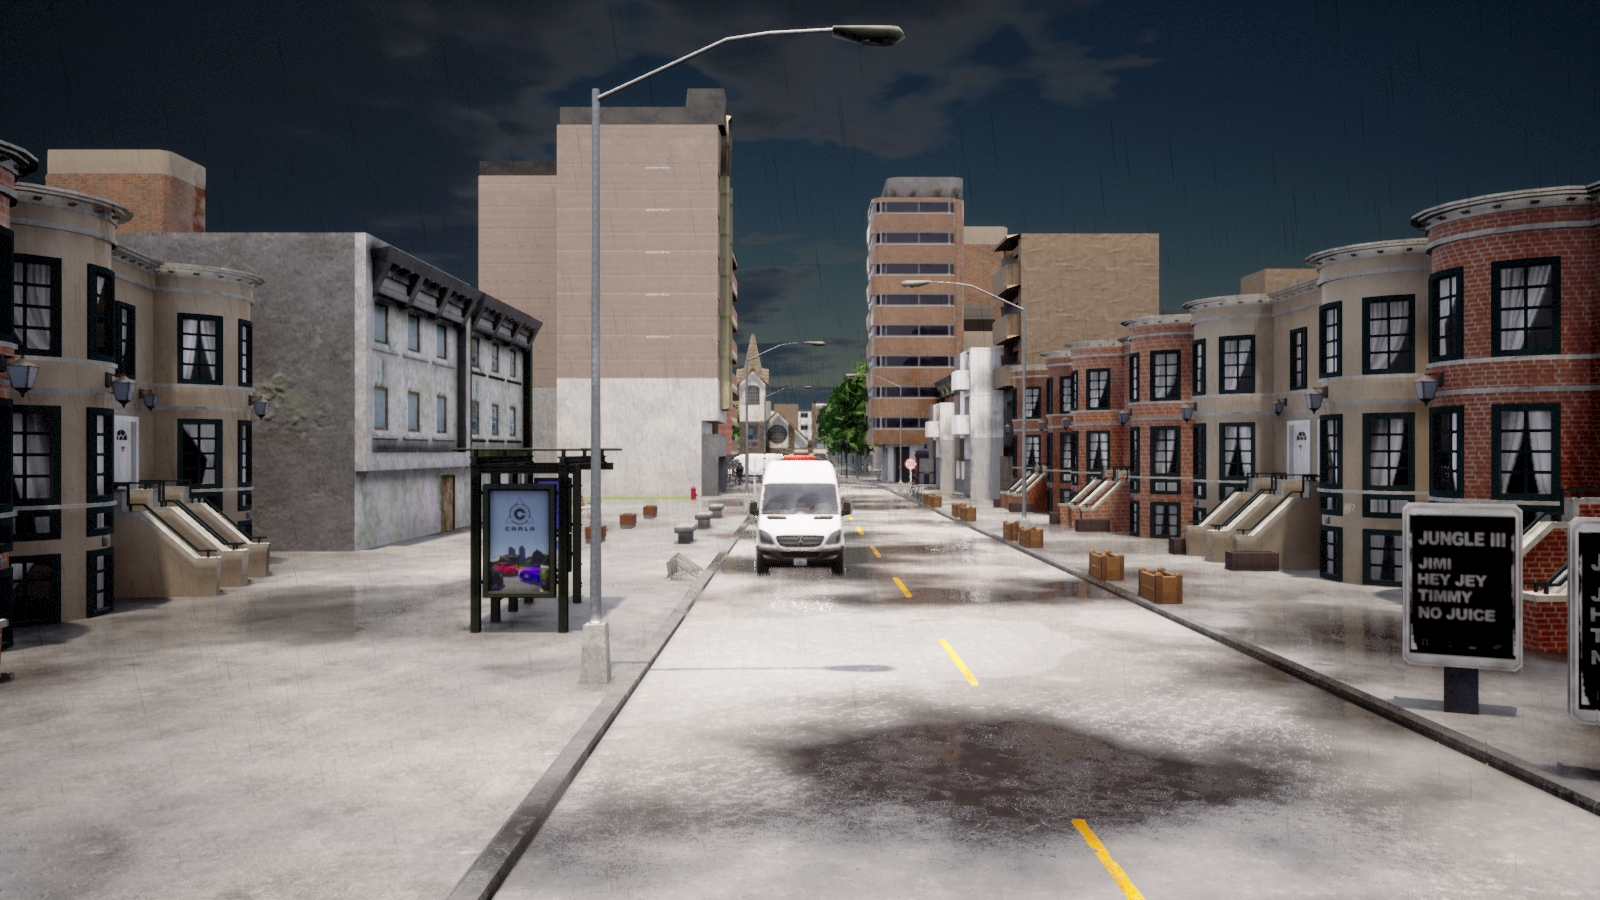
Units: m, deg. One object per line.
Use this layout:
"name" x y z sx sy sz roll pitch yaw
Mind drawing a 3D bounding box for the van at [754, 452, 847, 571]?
"van" 0.008 1.325 27.570 1.988 2.561 5.915 0 0 0
